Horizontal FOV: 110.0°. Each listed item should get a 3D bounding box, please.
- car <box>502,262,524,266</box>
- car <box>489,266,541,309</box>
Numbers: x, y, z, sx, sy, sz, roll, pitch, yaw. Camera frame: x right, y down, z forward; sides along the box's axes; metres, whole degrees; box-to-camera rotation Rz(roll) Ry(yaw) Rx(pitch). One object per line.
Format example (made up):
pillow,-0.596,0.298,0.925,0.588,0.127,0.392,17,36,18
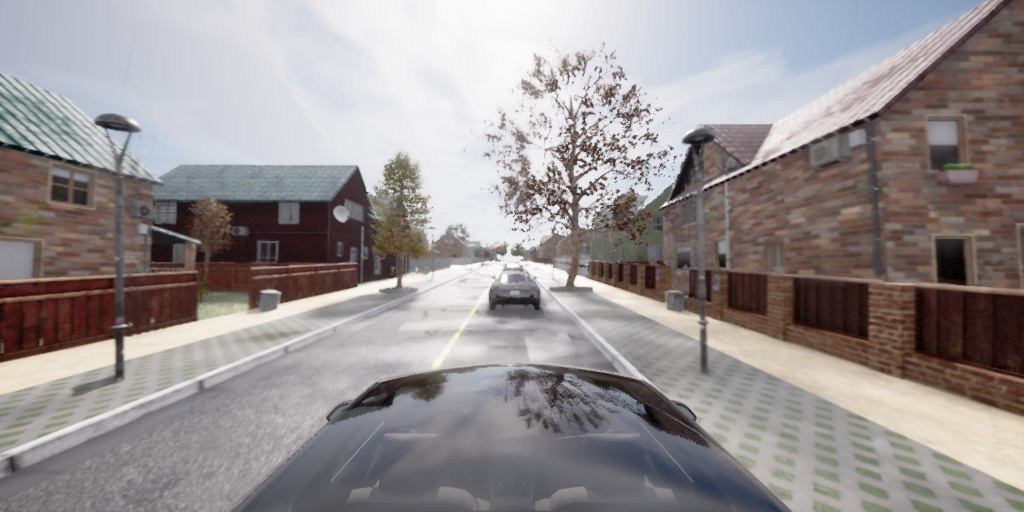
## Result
car,0.113,1.233,31.288,1.994,1.385,4.181,0,0,0
car,0.106,1.272,14.670,1.994,1.385,4.181,0,0,0
